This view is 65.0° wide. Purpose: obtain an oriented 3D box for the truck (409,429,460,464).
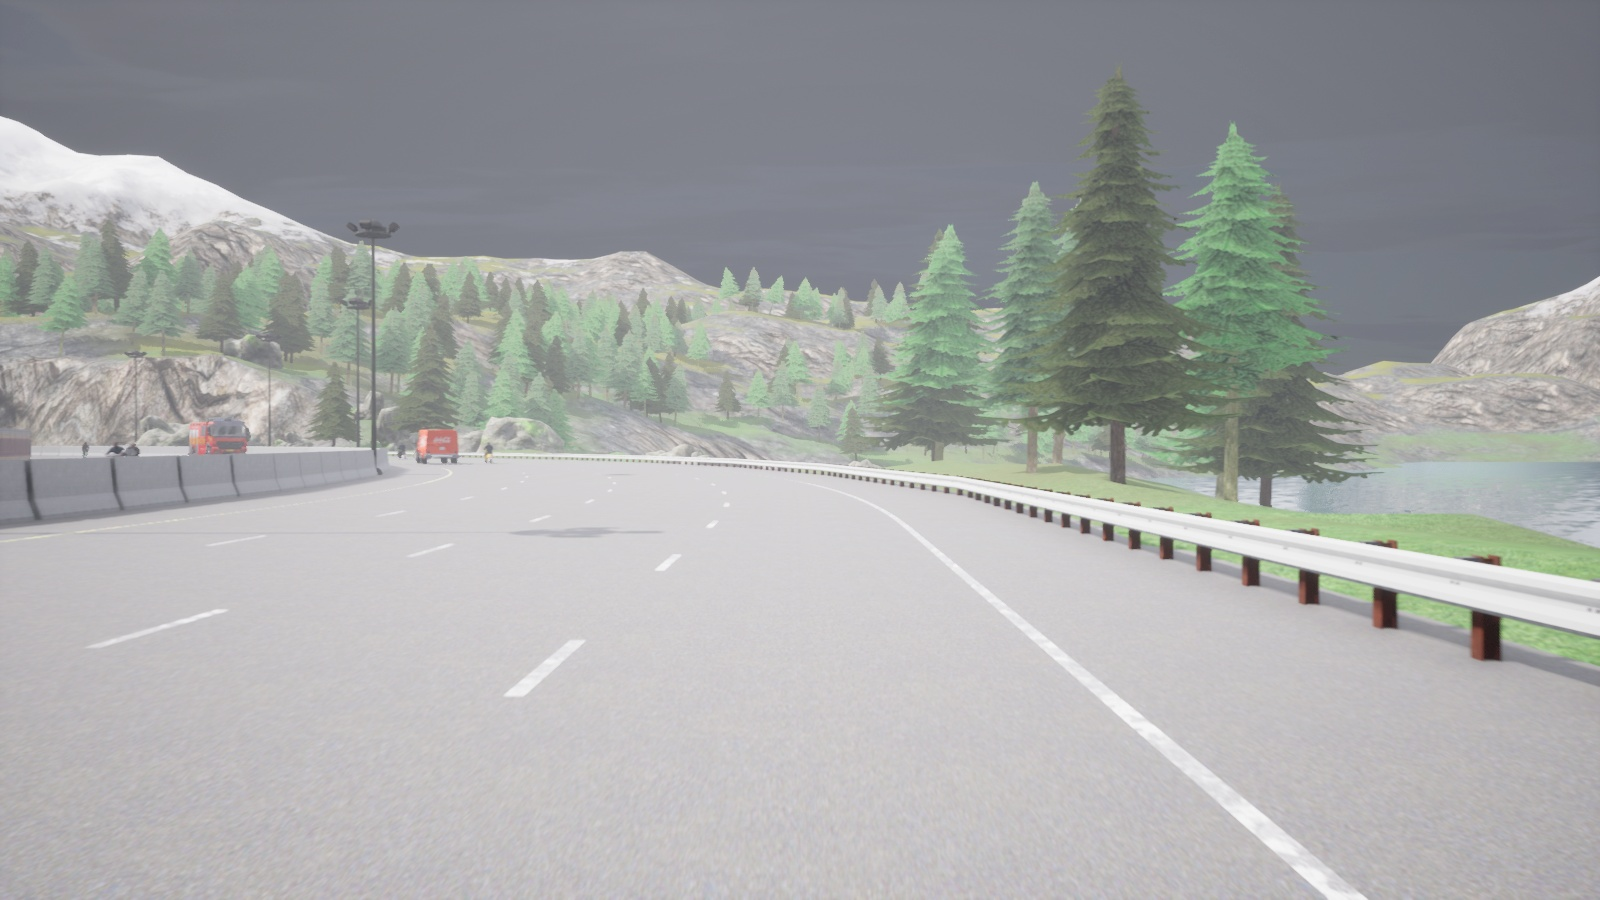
[{"bbox_3d":[-26.610,-0.277,91.391,2.627,2.467,5.204,0,0,-27],"label":"truck"}]
